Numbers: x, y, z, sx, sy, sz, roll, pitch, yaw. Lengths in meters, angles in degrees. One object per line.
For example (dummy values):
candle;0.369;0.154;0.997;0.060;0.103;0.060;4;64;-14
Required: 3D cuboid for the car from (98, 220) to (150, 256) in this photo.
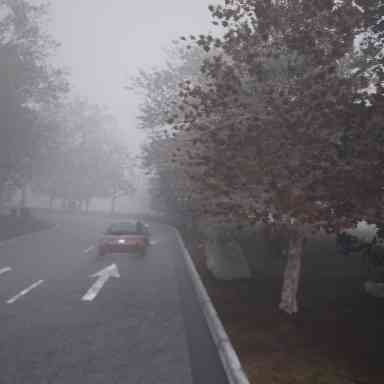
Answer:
car;-2.950;1.957;15.110;1.994;1.385;4.181;1;-1;-5
